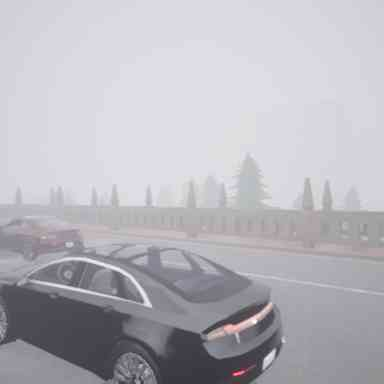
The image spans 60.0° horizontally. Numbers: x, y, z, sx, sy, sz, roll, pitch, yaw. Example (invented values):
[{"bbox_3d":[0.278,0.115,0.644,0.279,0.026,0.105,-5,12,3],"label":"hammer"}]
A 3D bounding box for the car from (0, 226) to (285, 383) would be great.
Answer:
[{"bbox_3d":[-1.180,1.519,4.835,4.902,1.511,2.128,-1,0,35],"label":"car"}]

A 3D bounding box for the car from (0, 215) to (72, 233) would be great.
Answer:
[{"bbox_3d":[-6.007,1.616,12.568,4.674,1.442,1.812,-1,0,35],"label":"car"}]
